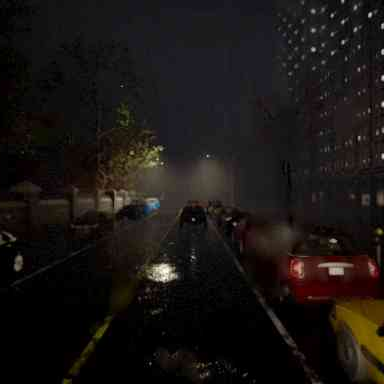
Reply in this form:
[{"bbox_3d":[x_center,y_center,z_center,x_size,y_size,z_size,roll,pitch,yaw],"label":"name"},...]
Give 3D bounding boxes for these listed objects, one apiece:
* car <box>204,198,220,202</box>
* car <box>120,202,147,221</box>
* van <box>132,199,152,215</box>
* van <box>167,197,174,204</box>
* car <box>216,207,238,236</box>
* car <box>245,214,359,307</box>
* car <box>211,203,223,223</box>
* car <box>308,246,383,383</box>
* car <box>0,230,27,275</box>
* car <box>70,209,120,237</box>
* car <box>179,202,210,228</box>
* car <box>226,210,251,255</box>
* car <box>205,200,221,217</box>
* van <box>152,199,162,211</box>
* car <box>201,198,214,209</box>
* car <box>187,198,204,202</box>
[{"bbox_3d":[2.682,1.733,41.925,2.192,1.841,5.009,0,-1,0],"label":"car"},{"bbox_3d":[-5.696,1.869,30.658,1.947,1.339,4.313,0,-1,0],"label":"car"},{"bbox_3d":[-5.697,1.701,36.291,1.690,1.788,3.998,0,-1,0],"label":"van"},{"bbox_3d":[-5.705,2.261,86.976,1.690,1.788,3.998,0,-1,0],"label":"van"},{"bbox_3d":[2.686,1.755,19.393,1.947,1.339,4.313,0,-1,0],"label":"car"},{"bbox_3d":[2.687,1.517,8.132,1.967,1.590,4.097,0,-1,0],"label":"car"},{"bbox_3d":[2.685,1.791,25.026,1.887,1.381,4.507,0,-1,0],"label":"car"},{"bbox_3d":[2.688,1.551,2.670,1.752,1.417,4.829,0,-1,0],"label":"car"},{"bbox_3d":[-5.693,1.628,8.129,2.008,1.369,4.403,0,-1,0],"label":"car"},{"bbox_3d":[-5.695,1.771,19.393,1.802,1.307,4.206,0,-1,0],"label":"car"},{"bbox_3d":[0.097,1.718,24.420,1.882,1.535,5.008,0,-1,0],"label":"car"},{"bbox_3d":[2.686,1.677,13.762,1.887,1.381,4.507,0,-1,0],"label":"car"},{"bbox_3d":[2.683,1.888,36.460,1.752,1.417,4.829,0,-1,0],"label":"car"},{"bbox_3d":[-5.699,1.818,47.555,1.690,1.788,3.998,0,-1,0],"label":"van"},{"bbox_3d":[2.679,1.914,58.821,2.192,1.841,5.009,0,-1,0],"label":"car"},{"bbox_3d":[0.095,1.768,41.681,2.097,1.767,4.553,0,-1,0],"label":"car"}]
